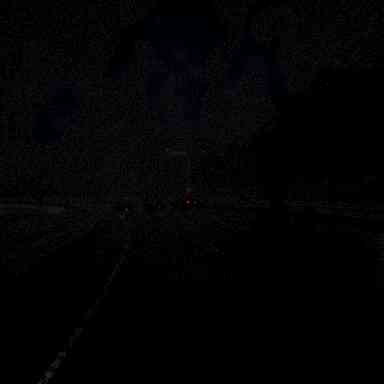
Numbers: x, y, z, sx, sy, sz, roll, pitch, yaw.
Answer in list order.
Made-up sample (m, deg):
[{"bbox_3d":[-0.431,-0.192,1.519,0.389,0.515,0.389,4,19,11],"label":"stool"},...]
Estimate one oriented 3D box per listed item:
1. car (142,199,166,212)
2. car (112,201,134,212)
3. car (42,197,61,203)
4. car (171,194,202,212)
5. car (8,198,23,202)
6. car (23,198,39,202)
[{"bbox_3d":[-4.640,1.571,40.366,2.128,1.511,4.902,-1,0,-23],"label":"car"},{"bbox_3d":[-8.495,1.724,40.543,1.895,1.301,4.718,-1,0,-24],"label":"car"},{"bbox_3d":[-36.341,1.957,87.022,5.008,1.535,1.882,-1,0,37],"label":"car"},{"bbox_3d":[-0.713,1.255,40.035,2.150,2.045,5.566,-1,0,-24],"label":"car"},{"bbox_3d":[-44.602,2.170,84.361,4.718,1.301,1.895,-1,0,34],"label":"car"},{"bbox_3d":[-40.676,2.124,85.866,4.718,1.301,1.895,-1,0,34],"label":"car"}]
